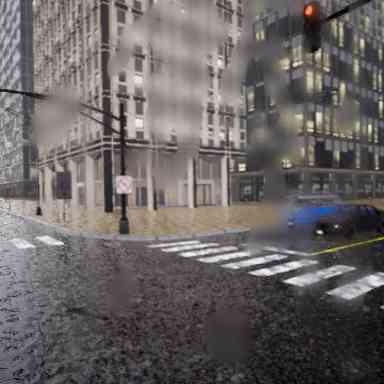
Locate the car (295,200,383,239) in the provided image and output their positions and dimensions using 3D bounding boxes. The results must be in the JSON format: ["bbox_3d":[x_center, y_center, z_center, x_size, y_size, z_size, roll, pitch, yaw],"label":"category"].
[{"bbox_3d":[7.467,1.265,15.662,5.357,1.411,2.033,-1,0,-38],"label":"car"}]

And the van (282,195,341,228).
[{"bbox_3d":[6.675,1.068,18.329,3.998,1.788,1.690,-1,0,-38],"label":"van"}]
